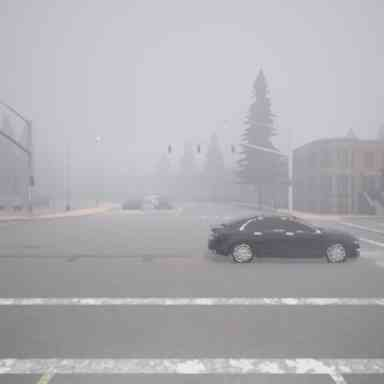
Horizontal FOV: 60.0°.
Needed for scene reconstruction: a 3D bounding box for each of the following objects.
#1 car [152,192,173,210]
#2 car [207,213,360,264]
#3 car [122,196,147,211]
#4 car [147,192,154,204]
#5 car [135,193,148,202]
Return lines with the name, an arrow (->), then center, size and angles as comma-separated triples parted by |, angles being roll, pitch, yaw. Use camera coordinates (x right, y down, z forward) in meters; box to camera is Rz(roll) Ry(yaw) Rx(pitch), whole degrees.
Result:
car -> -3.417, 1.229, 40.672 | 2.097, 1.767, 4.553 | 0, 0, -2
car -> 2.945, 1.489, 11.046 | 4.892, 1.490, 1.837 | 0, 0, 0
car -> -6.845, 1.447, 38.818 | 1.994, 1.385, 4.181 | 0, 0, -2
car -> -6.889, 1.047, 59.039 | 2.150, 2.045, 5.566 | 0, 0, -23
car -> -9.146, 1.312, 55.084 | 1.882, 1.535, 5.008 | 0, 0, -20
